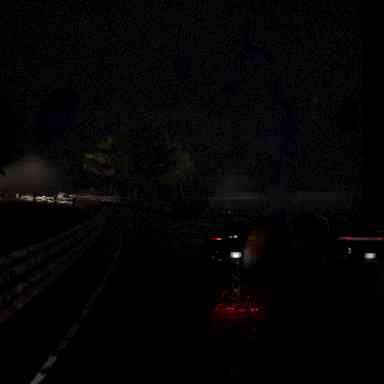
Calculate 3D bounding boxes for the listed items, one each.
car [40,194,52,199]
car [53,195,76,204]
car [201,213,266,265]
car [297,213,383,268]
[{"bbox_3d":[-28.535,0.987,65.409,1.994,1.385,4.181,-1,1,-34],"label":"car"},{"bbox_3d":[-21.750,1.253,57.187,2.033,1.411,5.357,-1,1,-41],"label":"car"},{"bbox_3d":[1.408,1.486,11.617,1.837,1.490,4.892,0,0,5],"label":"car"},{"bbox_3d":[4.886,1.460,11.180,2.128,1.511,4.902,0,0,5],"label":"car"}]
